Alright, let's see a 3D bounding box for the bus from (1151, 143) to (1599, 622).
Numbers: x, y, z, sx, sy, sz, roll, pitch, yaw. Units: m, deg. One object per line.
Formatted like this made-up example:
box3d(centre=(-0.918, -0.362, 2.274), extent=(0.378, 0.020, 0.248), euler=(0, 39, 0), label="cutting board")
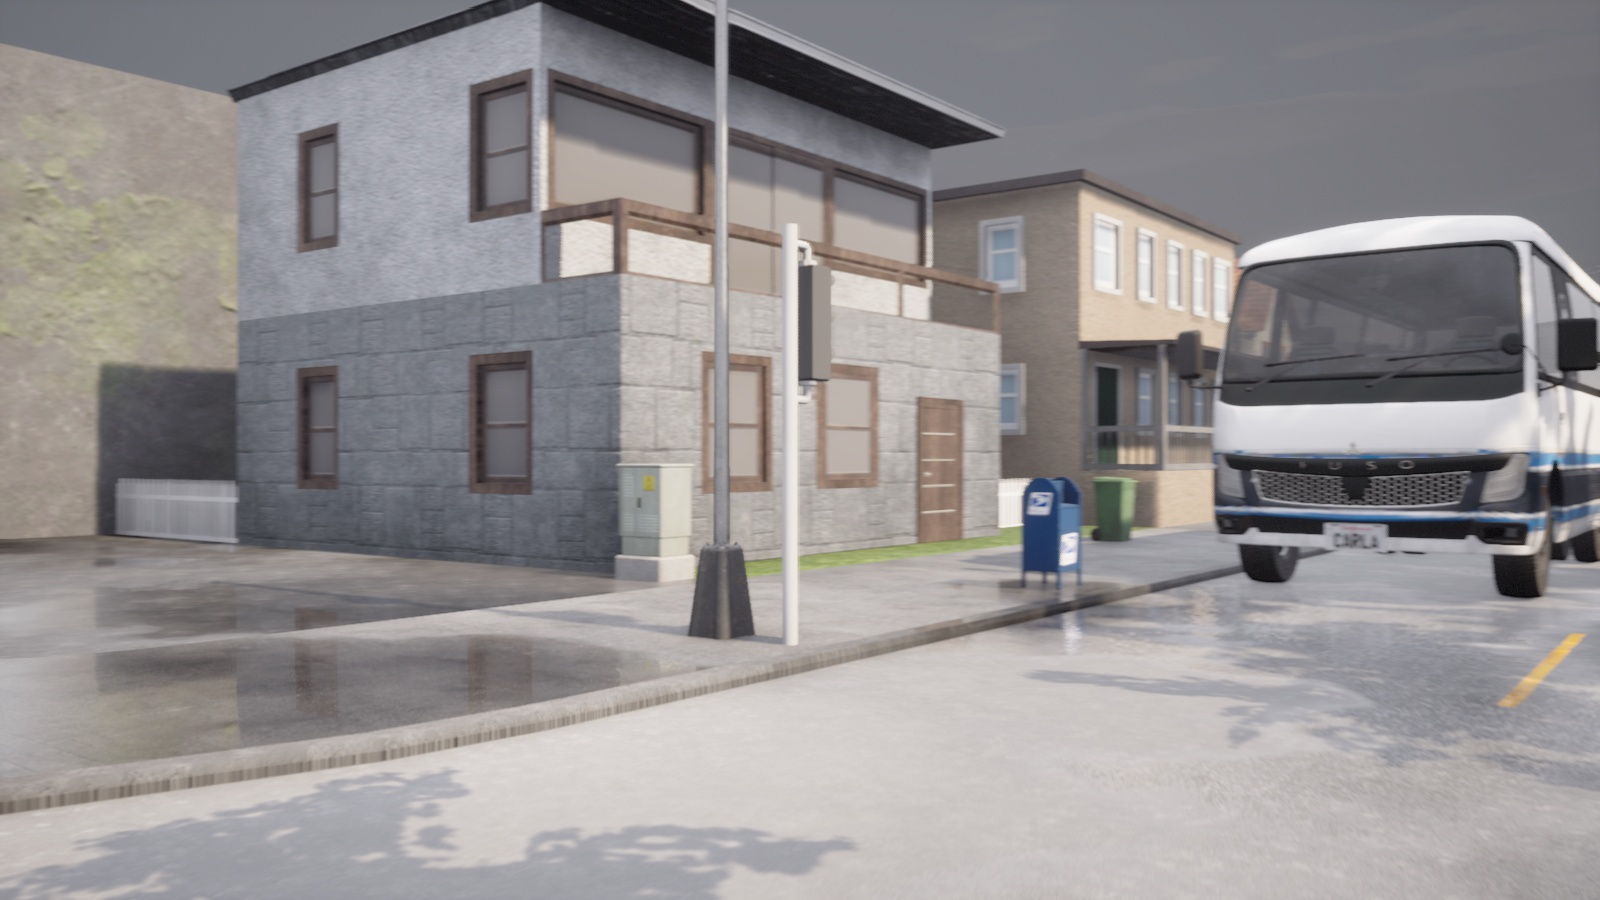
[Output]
box3d(centre=(8.559, -0.577, 16.381), extent=(3.944, 4.253, 10.273), euler=(-1, 0, 39), label="bus")
